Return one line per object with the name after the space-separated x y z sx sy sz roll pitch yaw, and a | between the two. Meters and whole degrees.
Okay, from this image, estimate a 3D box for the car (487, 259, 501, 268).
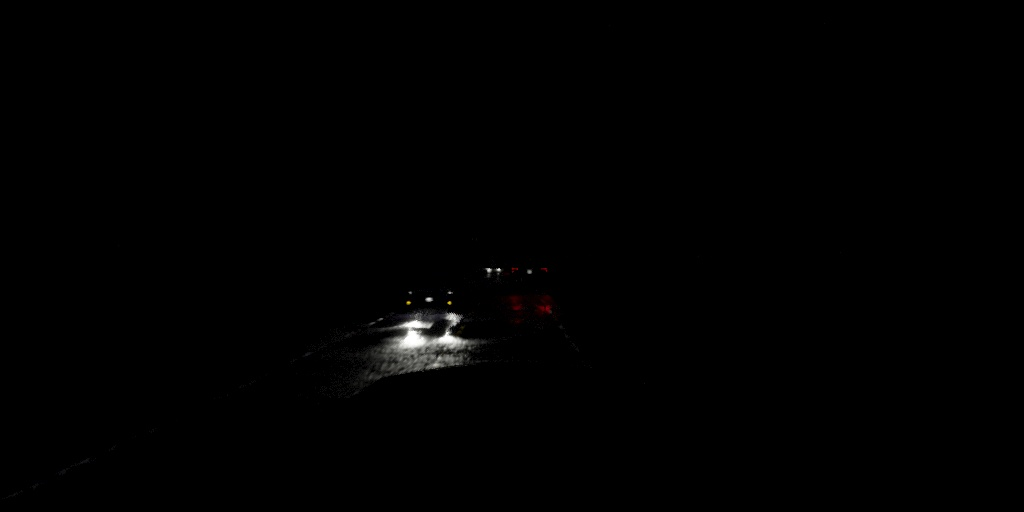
-2.826 1.210 57.070 1.812 1.442 4.674 0 0 1 | car

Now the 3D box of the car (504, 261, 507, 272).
0.011 1.180 44.421 1.882 1.535 5.008 0 0 1 | car

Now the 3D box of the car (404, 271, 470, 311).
-2.857 1.302 14.325 1.994 1.385 4.181 0 0 0 | car

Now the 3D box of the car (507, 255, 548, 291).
0.952 0.955 22.095 2.150 2.045 5.566 0 0 0 | car
